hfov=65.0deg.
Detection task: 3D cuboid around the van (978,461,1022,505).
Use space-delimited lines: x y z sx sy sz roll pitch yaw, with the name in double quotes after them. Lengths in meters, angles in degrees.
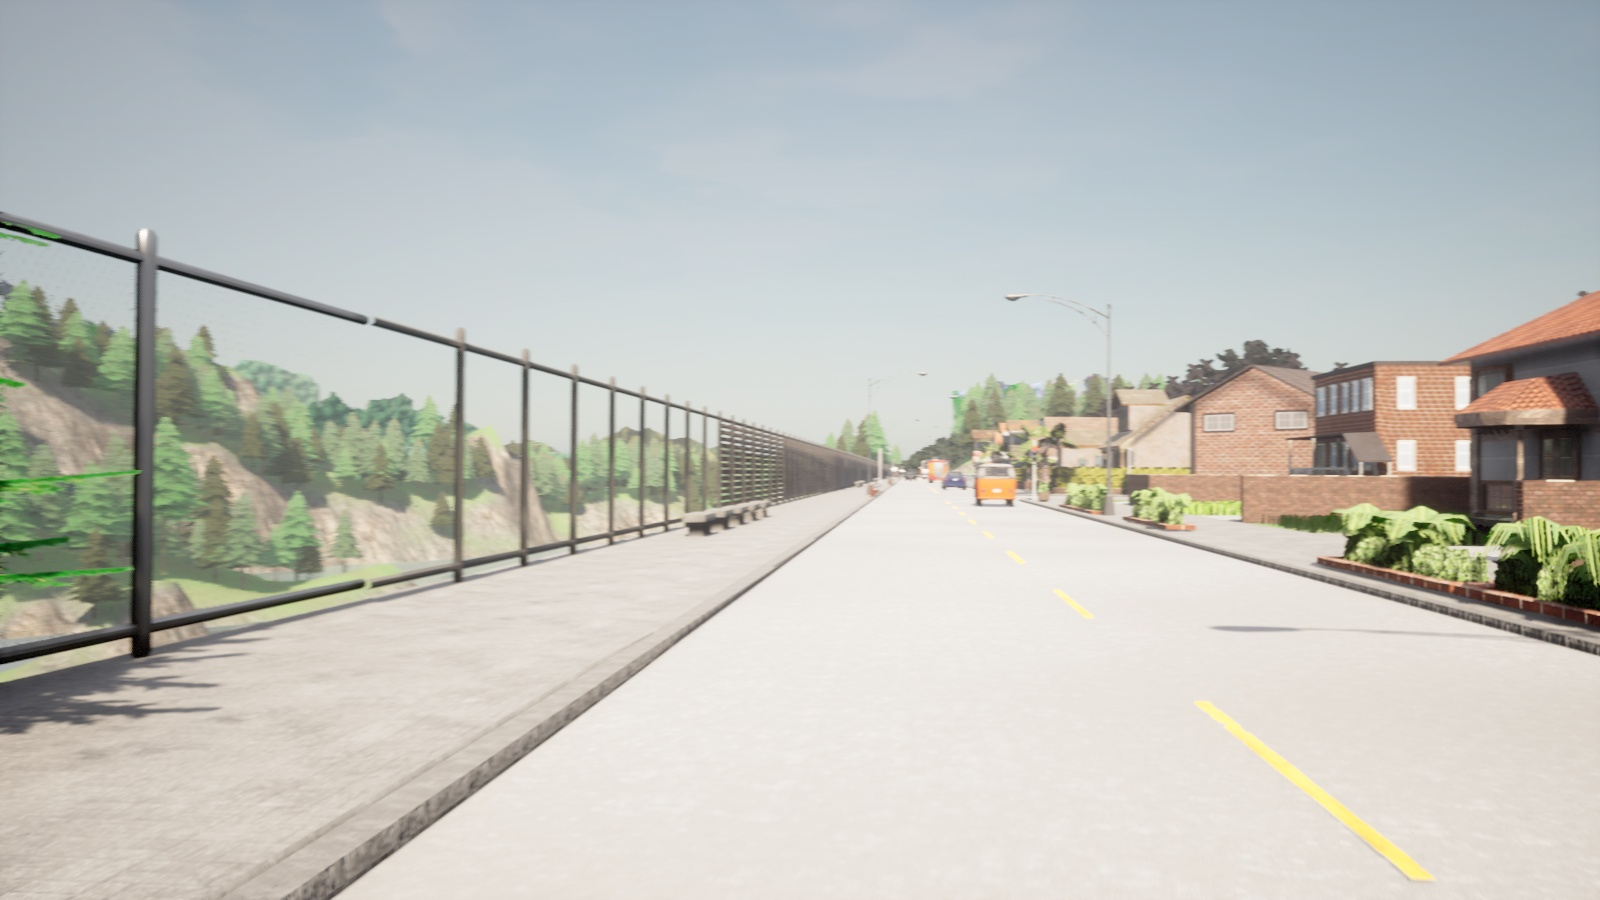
9.421 1.567 59.367 1.775 1.987 4.442 0 -1 5 "van"
